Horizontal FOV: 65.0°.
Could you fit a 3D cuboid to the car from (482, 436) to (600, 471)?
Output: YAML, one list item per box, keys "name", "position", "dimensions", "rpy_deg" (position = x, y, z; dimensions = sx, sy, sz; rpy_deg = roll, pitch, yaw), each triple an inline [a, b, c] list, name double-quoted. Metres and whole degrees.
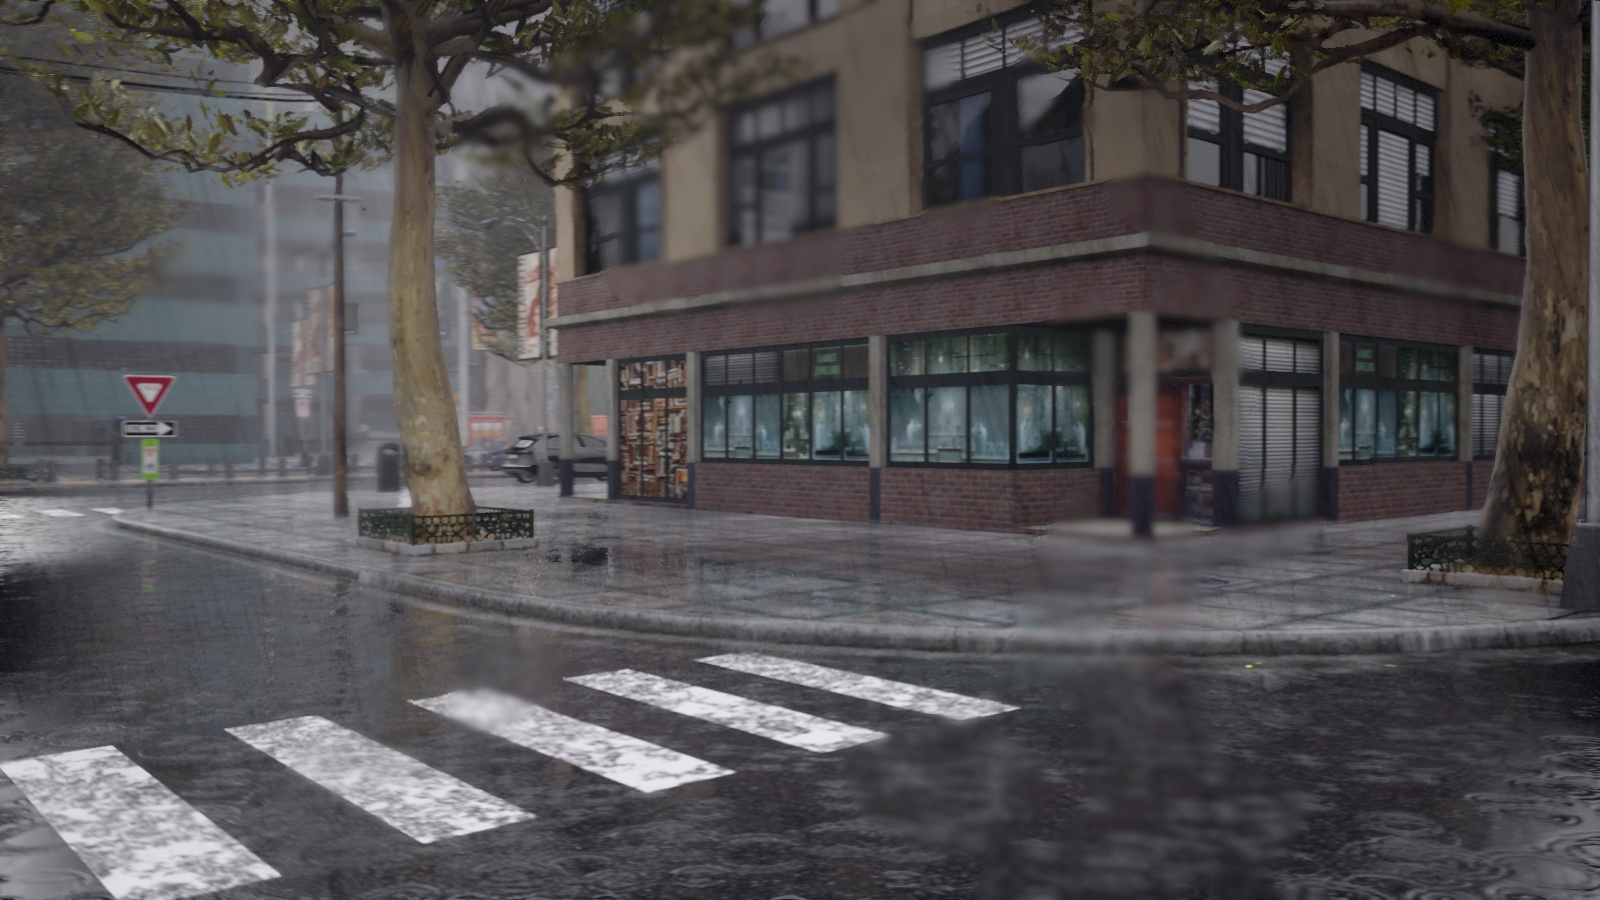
- name: "car"
  position: [-10.900, 0.121, 53.078]
  dimensions: [4.674, 1.442, 1.812]
  rpy_deg: [0, 1, -45]

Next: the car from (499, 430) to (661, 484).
- name: "car"
  position: [-7.154, 0.196, 41.138]
  dimensions: [4.856, 1.649, 2.033]
  rpy_deg: [0, 1, -40]
